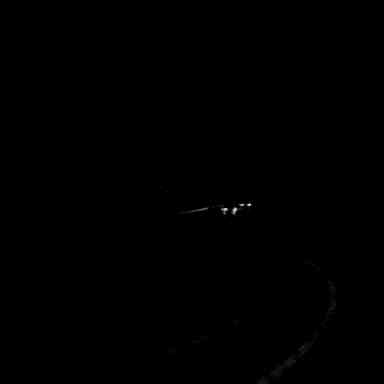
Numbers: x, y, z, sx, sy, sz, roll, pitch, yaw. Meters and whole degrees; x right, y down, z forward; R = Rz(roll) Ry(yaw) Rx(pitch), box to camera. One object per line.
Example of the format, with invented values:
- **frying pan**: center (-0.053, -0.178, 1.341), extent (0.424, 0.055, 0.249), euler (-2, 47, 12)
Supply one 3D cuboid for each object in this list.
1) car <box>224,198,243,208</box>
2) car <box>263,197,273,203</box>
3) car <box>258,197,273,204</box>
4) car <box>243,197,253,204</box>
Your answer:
- **car**: center (6.488, 1.774, 53.078), extent (1.812, 1.442, 4.674), euler (0, 0, 17)
- **car**: center (17.814, 1.829, 77.638), extent (1.837, 1.490, 4.892), euler (0, -1, 17)
- **car**: center (14.851, 1.634, 68.037), extent (2.097, 1.767, 4.553), euler (0, 0, 17)
- **car**: center (11.438, 1.762, 68.851), extent (1.812, 1.442, 4.674), euler (0, 0, 17)
